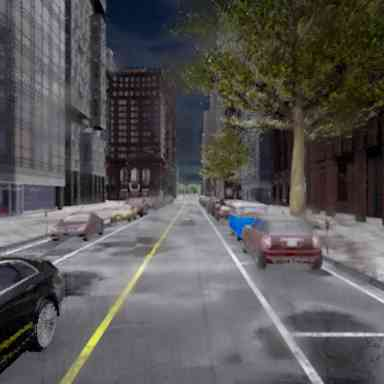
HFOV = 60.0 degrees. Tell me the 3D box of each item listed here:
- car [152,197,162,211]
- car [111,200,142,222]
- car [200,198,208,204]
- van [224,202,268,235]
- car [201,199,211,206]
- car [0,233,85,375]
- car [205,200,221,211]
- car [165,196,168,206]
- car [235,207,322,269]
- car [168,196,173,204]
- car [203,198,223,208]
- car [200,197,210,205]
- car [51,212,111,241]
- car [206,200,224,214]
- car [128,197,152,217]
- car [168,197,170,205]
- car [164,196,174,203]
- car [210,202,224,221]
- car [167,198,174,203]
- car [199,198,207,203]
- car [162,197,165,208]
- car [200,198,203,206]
[{"bbox_3d":[-5.718,1.614,45.251,2.192,1.841,5.009,0,0,0],"label":"car"},{"bbox_3d":[-5.698,1.695,28.164,1.752,1.417,4.829,0,0,0],"label":"car"},{"bbox_3d":[2.769,2.150,79.086,1.802,1.307,4.206,0,-1,0],"label":"car"},{"bbox_3d":[2.841,1.436,17.056,1.690,1.788,3.998,0,0,0],"label":"van"},{"bbox_3d":[2.782,2.052,67.808,1.802,1.307,4.206,0,0,0],"label":"car"},{"bbox_3d":[-3.001,1.515,3.445,2.128,1.511,4.902,0,0,0],"label":"car"},{"bbox_3d":[2.808,1.836,45.251,1.887,1.381,4.507,0,0,0],"label":"car"},{"bbox_3d":[-5.730,1.701,56.528,2.192,1.841,5.009,0,0,0],"label":"car"},{"bbox_3d":[2.847,1.503,11.415,1.967,1.590,4.097,0,0,0],"label":"car"},{"bbox_3d":[-5.750,2.091,73.443,1.947,1.339,4.313,0,0,0],"label":"car"},{"bbox_3d":[2.814,1.563,39.613,2.192,1.841,5.009,0,0,0],"label":"car"},{"bbox_3d":[2.776,1.958,73.449,1.967,1.590,4.097,0,-1,0],"label":"car"},{"bbox_3d":[-5.685,1.684,17.057,1.802,1.307,4.206,0,0,0],"label":"car"},{"bbox_3d":[2.820,1.771,33.971,1.947,1.339,4.313,0,0,0],"label":"car"},{"bbox_3d":[-5.705,1.527,33.973,2.192,1.841,5.009,0,0,0],"label":"car"},{"bbox_3d":[-5.736,1.975,62.165,1.887,1.381,4.507,0,0,0],"label":"car"},{"bbox_3d":[-5.763,1.941,84.720,2.192,1.841,5.009,0,-1,0],"label":"car"},{"bbox_3d":[2.827,1.746,28.333,1.802,1.307,4.206,0,0,0],"label":"car"},{"bbox_3d":[-5.769,2.261,90.357,1.802,1.307,4.206,0,-1,0],"label":"car"},{"bbox_3d":[2.763,2.185,84.725,1.947,1.339,4.313,0,-1,0],"label":"car"},{"bbox_3d":[-5.724,1.908,50.888,1.947,1.339,4.313,0,0,0],"label":"car"},{"bbox_3d":[2.795,1.945,56.529,1.947,1.339,4.313,0,0,0],"label":"car"}]
